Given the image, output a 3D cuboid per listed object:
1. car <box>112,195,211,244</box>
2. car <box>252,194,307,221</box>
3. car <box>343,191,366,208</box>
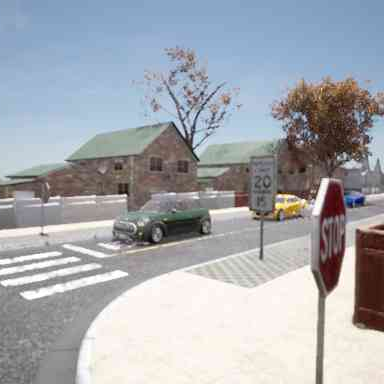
[{"bbox_3d":[-1.184,1.047,14.319,2.097,1.767,4.553,2,2,41],"label":"car"},{"bbox_3d":[5.845,0.950,22.023,1.882,1.535,5.008,2,2,43],"label":"car"},{"bbox_3d":[15.238,0.656,32.163,1.882,1.535,5.008,2,3,43],"label":"car"}]
